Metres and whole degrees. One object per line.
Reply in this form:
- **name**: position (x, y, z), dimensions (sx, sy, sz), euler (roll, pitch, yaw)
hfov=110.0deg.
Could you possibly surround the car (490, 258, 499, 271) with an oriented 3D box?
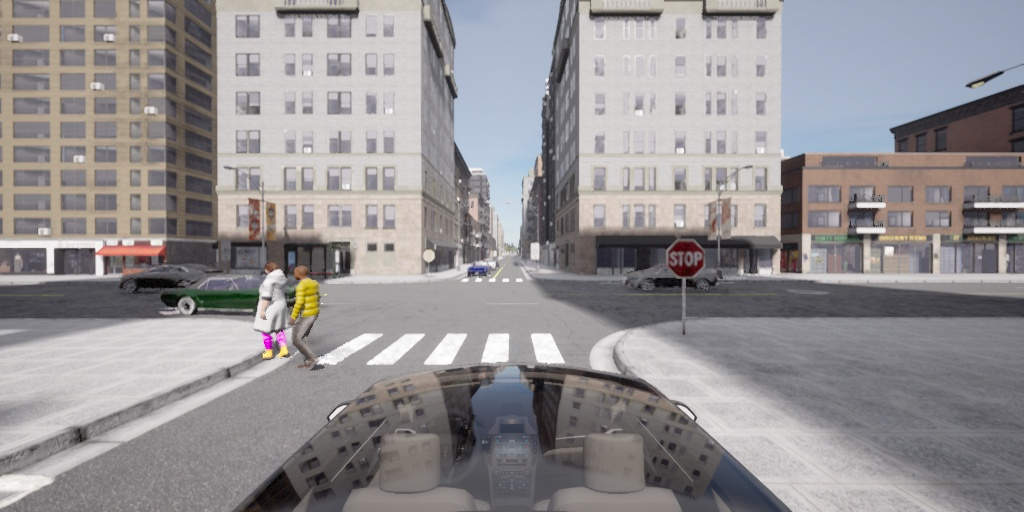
- **car**: position (-2.971, 1.105, 44.970), dimensions (1.812, 1.442, 4.674), euler (0, 0, 0)

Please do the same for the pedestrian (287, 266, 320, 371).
- **pedestrian**: position (-3.523, 1.024, 6.178), dimensions (0.375, 1.860, 0.375), euler (0, 0, 0)

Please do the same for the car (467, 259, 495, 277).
- **car**: position (-3.034, 1.221, 33.847), dimensions (1.895, 1.301, 4.718), euler (0, 0, 2)

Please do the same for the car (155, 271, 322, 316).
- **car**: position (-9.236, 1.322, 12.469), dimensions (4.718, 1.301, 1.895), euler (0, 0, 7)

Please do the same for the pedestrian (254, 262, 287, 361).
- **pedestrian**: position (-4.532, 1.021, 6.829), dimensions (0.375, 1.860, 0.375), euler (0, 0, 0)

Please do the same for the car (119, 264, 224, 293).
- **car**: position (-18.447, 1.190, 19.576), dimensions (4.902, 1.511, 2.128), euler (0, 0, 0)

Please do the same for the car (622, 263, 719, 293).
- **car**: position (8.562, 1.150, 19.559), dimensions (4.902, 1.511, 2.128), euler (0, 0, 0)
